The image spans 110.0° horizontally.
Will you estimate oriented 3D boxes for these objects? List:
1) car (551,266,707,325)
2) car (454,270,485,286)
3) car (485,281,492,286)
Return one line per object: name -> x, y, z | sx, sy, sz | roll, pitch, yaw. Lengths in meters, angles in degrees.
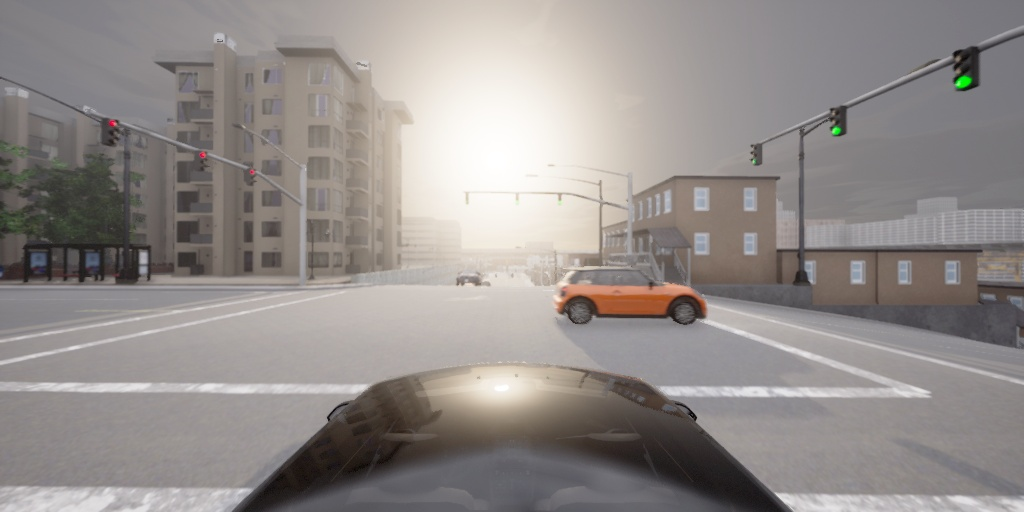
car -> 3.580, 1.119, 11.343 | 4.553, 1.767, 2.097 | 0, 0, 1
car -> -3.710, 1.910, 31.455 | 1.812, 1.442, 4.674 | 0, -5, 0
car -> -3.767, 4.300, 46.630 | 2.150, 2.045, 5.566 | 0, -12, 0
